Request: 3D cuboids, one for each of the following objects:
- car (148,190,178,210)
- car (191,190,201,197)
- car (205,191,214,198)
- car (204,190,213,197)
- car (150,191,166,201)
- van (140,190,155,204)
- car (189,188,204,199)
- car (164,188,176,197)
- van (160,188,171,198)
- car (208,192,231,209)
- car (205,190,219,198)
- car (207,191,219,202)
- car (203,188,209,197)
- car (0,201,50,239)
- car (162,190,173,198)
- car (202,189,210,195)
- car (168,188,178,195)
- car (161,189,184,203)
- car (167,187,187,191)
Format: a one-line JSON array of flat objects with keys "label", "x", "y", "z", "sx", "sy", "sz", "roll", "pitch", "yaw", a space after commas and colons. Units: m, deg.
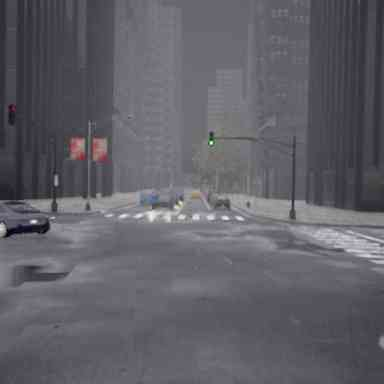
[{"label": "car", "x": -2.751, "y": 0.903, "z": 32.875, "sx": 1.882, "sy": 1.535, "sz": 5.008, "roll": 1, "pitch": 1, "yaw": 1}, {"label": "car", "x": 0.850, "y": 0.388, "z": 73.137, "sx": 2.033, "sy": 1.411, "sz": 5.357, "roll": 1, "pitch": 1, "yaw": 1}, {"label": "car", "x": 3.551, "y": 0.500, "z": 68.432, "sx": 1.752, "sy": 1.417, "sz": 4.829, "roll": 1, "pitch": 1, "yaw": 1}, {"label": "car", "x": 3.623, "y": 0.331, "z": 73.772, "sx": 1.967, "sy": 1.590, "sz": 4.097, "roll": 1, "pitch": 1, "yaw": 1}, {"label": "car", "x": -5.194, "y": 0.638, "z": 51.833, "sx": 1.947, "sy": 1.339, "sz": 4.313, "roll": 1, "pitch": 1, "yaw": 1}, {"label": "van", "x": -5.336, "y": 0.588, "z": 40.807, "sx": 1.690, "sy": 1.788, "sz": 3.998, "roll": 1, "pitch": 1, "yaw": 1}, {"label": "car", "x": 0.714, "y": 0.488, "z": 62.796, "sx": 1.882, "sy": 1.535, "sz": 5.008, "roll": 1, "pitch": 1, "yaw": 1}, {"label": "car", "x": -4.897, "y": 0.040, "z": 73.875, "sx": 2.192, "sy": 1.841, "sz": 5.009, "roll": 1, "pitch": 1, "yaw": 1}, {"label": "van", "x": -5.044, "y": 0.240, "z": 62.853, "sx": 1.690, "sy": 1.788, "sz": 3.998, "roll": 1, "pitch": 1, "yaw": 1}, {"label": "car", "x": 3.109, "y": 1.052, "z": 35.190, "sx": 2.008, "sy": 1.369, "sz": 4.403, "roll": 1, "pitch": 1, "yaw": 1}, {"label": "car", "x": 3.256, "y": 0.877, "z": 46.214, "sx": 2.008, "sy": 1.369, "sz": 4.403, "roll": 1, "pitch": 1, "yaw": 1}, {"label": "car", "x": 3.185, "y": 0.936, "z": 40.872, "sx": 1.752, "sy": 1.417, "sz": 4.829, "roll": 1, "pitch": 1, "yaw": 1}, {"label": "car", "x": 3.334, "y": 0.554, "z": 51.722, "sx": 2.192, "sy": 1.841, "sz": 5.009, "roll": 1, "pitch": 1, "yaw": 1}, {"label": "car", "x": -8.119, "y": 1.072, "z": 14.299, "sx": 4.181, "sy": 1.385, "sz": 1.994, "roll": 3, "pitch": 1, "yaw": 28}, {"label": "car", "x": -4.975, "y": 0.356, "z": 68.368, "sx": 1.887, "sy": 1.381, "sz": 4.507, "roll": 1, "pitch": 1, "yaw": 1}, {"label": "car", "x": 3.843, "y": 0.071, "z": 90.308, "sx": 1.967, "sy": 1.590, "sz": 4.097, "roll": 1, "pitch": 1, "yaw": 1}, {"label": "car", "x": -4.751, "y": -0.134, "z": 84.898, "sx": 2.192, "sy": 1.841, "sz": 5.009, "roll": 1, "pitch": 1, "yaw": 1}, {"label": "car", "x": -2.599, "y": 0.765, "z": 42.448, "sx": 2.128, "sy": 1.511, "sz": 4.902, "roll": 1, "pitch": 1, "yaw": 1}, {"label": "car", "x": -2.411, "y": 0.328, "z": 53.039, "sx": 2.150, "sy": 2.045, "sz": 5.566, "roll": 1, "pitch": 1, "yaw": 1}]
